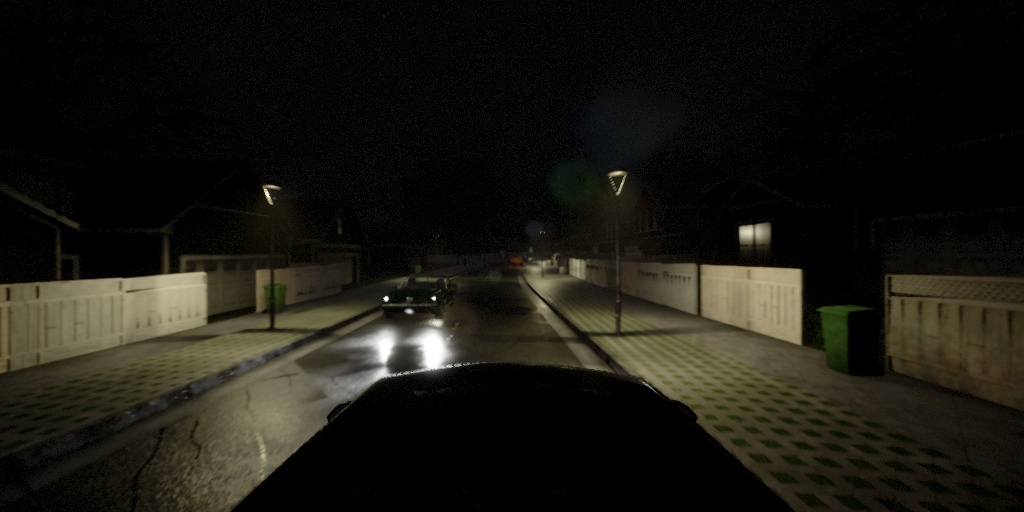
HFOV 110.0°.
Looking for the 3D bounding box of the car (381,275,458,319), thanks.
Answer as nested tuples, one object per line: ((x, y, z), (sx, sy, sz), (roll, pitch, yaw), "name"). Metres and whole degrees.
((-3.171, 1.377, 13.063), (1.895, 1.301, 4.718), (0, 0, -2), "car")

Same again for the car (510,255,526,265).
((0.763, 0.636, 58.914), (1.882, 1.535, 5.008), (0, 1, 6), "car")
